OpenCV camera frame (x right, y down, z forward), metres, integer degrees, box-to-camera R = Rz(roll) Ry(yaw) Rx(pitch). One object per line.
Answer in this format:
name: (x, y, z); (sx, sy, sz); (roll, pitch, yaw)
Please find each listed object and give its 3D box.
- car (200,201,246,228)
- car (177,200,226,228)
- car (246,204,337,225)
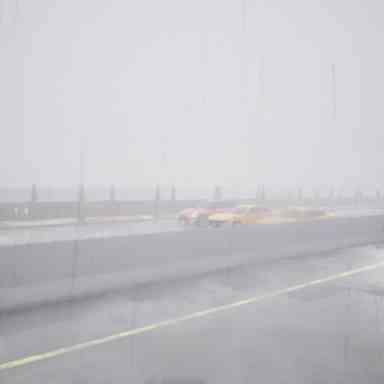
car: (3.152, 1.490, 19.363); (5.008, 1.535, 1.882); (0, 0, -37)
car: (1.205, 1.366, 22.276); (4.553, 1.767, 2.097); (0, 0, -37)
car: (5.251, 1.488, 16.562); (5.008, 1.535, 1.882); (0, 0, -37)
